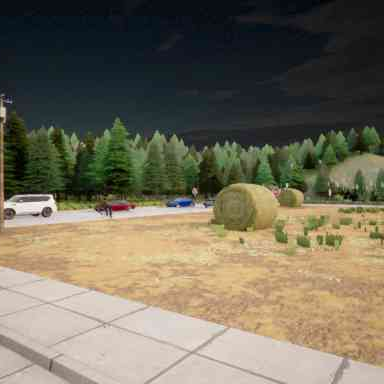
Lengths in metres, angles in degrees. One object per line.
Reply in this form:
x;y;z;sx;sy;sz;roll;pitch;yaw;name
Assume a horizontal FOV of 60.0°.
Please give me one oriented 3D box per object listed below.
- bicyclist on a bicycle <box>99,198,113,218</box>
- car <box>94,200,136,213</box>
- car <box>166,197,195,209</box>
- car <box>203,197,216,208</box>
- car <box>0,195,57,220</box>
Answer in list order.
-6.988;1.327;27.009;1.656;1.620;0.582;0;0;36;bicyclist on a bicycle
-8.641;1.628;37.360;1.895;1.301;4.718;0;0;36;car
-1.598;1.504;46.854;1.882;1.535;5.008;0;0;37;car
3.557;1.518;47.757;2.128;1.511;4.902;0;0;37;car
-14.710;1.249;29.152;2.150;2.045;5.566;0;0;36;car
